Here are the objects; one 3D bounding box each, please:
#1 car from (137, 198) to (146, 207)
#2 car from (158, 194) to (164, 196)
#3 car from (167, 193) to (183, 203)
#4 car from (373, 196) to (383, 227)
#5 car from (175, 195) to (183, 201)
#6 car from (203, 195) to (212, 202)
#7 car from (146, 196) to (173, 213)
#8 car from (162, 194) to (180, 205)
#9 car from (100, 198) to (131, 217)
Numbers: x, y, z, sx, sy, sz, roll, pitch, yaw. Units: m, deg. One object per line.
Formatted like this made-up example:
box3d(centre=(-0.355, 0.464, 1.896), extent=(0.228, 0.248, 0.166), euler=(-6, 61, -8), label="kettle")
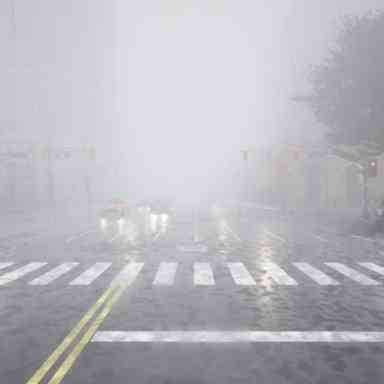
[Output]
box3d(centre=(-7.110, 1.564, 51.019), extent=(1.994, 1.385, 4.181), euler=(0, 0, 0), label="car")
box3d(centre=(-6.946, 1.601, 68.914), extent=(1.895, 1.301, 4.718), euler=(0, 0, 1), label="car")
box3d(centre=(-3.429, 1.225, 70.545), extent=(2.150, 2.045, 5.566), euler=(0, 0, 1), label="car")
box3d(centre=(12.634, 1.221, 17.558), extent=(5.566, 2.045, 2.150), euler=(0, 0, 3), label="car")
box3d(centre=(-3.279, 1.464, 85.459), extent=(1.994, 1.385, 4.181), euler=(0, 0, 1), label="car")
box3d(centre=(3.651, 1.525, 78.496), extent=(2.128, 1.511, 4.902), euler=(0, 0, 1), label="car")
box3d(centre=(-3.481, 1.492, 36.309), extent=(2.128, 1.511, 4.902), euler=(0, 0, -2), label="car")
box3d(centre=(-3.609, 1.547, 57.218), extent=(2.033, 1.411, 5.357), euler=(0, 0, 0), label="car")
box3d(centre=(-7.111, 1.351, 31.315), extent=(2.097, 1.767, 4.553), euler=(0, 0, 0), label="car")
